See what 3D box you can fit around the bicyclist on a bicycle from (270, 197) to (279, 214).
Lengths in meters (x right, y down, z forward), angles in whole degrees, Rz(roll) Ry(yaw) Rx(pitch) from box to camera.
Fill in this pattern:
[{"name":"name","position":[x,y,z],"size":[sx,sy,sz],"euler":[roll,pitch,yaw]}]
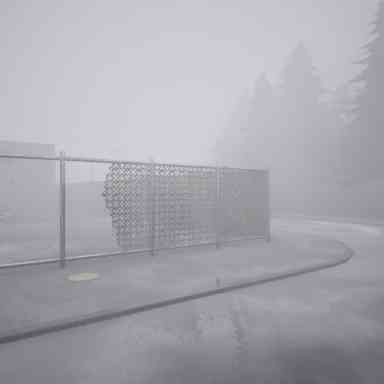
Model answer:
[{"name":"bicyclist on a bicycle","position":[7.935,1.349,32.468],"size":[1.656,1.620,0.582],"euler":[0,0,-36]}]
